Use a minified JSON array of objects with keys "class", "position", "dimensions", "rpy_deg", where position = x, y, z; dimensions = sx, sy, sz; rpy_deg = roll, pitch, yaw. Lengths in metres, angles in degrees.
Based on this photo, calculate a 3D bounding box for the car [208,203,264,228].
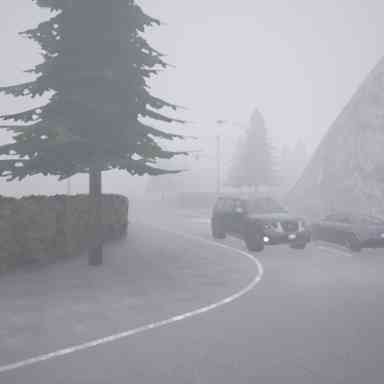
[{"class":"car","position":[2.949,1.538,23.065],"dimensions":[1.994,1.385,4.181],"rpy_deg":[0,0,-23]}]

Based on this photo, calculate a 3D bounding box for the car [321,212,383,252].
[{"class":"car","position":[6.545,1.545,14.036],"dimensions":[1.994,1.385,4.181],"rpy_deg":[0,0,-13]}]

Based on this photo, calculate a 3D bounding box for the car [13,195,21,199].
[{"class":"car","position":[-36.886,1.313,69.723],"dimensions":[1.845,1.501,3.633],"rpy_deg":[0,0,-24]}]

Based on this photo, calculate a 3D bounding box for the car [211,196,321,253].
[{"class":"car","position":[2.625,1.206,14.252],"dimensions":[2.150,2.045,5.566],"rpy_deg":[0,0,-19]}]
